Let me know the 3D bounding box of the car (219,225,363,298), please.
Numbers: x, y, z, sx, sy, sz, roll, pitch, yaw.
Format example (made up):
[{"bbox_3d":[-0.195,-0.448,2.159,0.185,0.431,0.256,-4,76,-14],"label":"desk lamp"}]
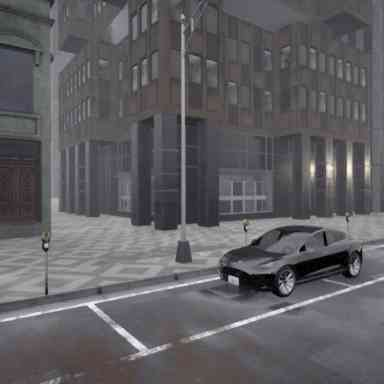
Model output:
[{"bbox_3d":[2.684,1.564,8.556,4.313,1.339,1.947,0,0,-35],"label":"car"}]
